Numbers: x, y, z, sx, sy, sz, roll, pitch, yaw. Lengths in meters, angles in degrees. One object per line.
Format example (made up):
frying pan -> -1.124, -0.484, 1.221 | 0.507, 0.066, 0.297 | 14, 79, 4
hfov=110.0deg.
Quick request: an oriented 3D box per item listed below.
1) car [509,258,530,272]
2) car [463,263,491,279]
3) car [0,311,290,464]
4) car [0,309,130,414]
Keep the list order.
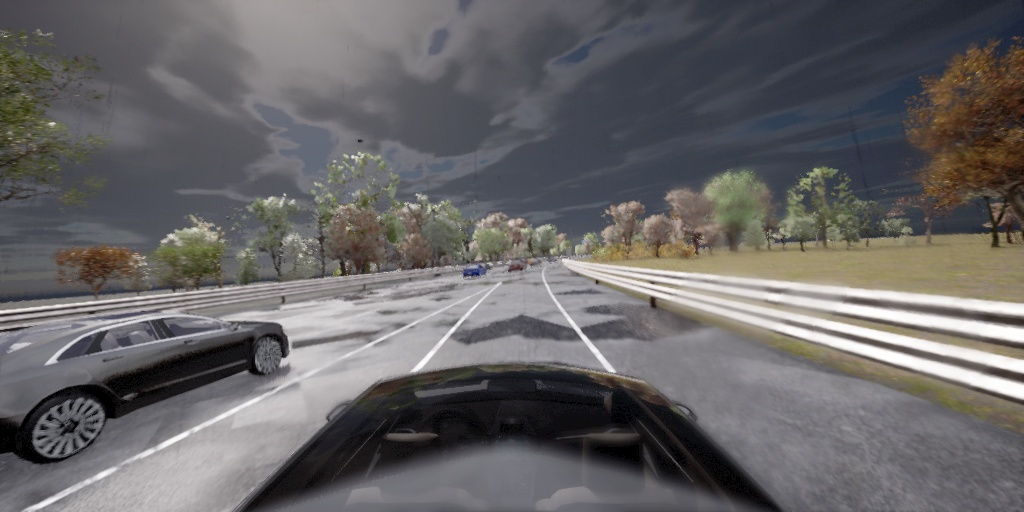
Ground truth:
car -> 0.859, 1.297, 51.657 | 2.097, 1.767, 4.553 | -4, 0, 10
car -> -4.299, 1.732, 41.954 | 1.882, 1.535, 5.008 | -4, 0, 9
car -> -5.789, 1.616, 5.572 | 2.128, 1.511, 4.902 | -4, 0, 7
car -> -9.314, 1.903, 5.384 | 1.812, 1.442, 4.674 | -4, 0, 6
